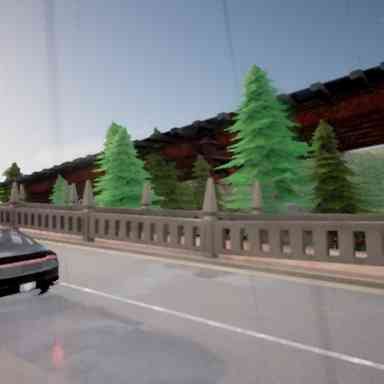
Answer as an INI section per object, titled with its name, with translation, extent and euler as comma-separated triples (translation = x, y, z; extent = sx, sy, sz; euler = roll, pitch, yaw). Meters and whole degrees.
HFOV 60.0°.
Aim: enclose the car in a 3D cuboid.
[car]
translation = -4.998, 1.540, 7.537
extent = 4.902, 1.511, 2.128
euler = 0, 0, 35
